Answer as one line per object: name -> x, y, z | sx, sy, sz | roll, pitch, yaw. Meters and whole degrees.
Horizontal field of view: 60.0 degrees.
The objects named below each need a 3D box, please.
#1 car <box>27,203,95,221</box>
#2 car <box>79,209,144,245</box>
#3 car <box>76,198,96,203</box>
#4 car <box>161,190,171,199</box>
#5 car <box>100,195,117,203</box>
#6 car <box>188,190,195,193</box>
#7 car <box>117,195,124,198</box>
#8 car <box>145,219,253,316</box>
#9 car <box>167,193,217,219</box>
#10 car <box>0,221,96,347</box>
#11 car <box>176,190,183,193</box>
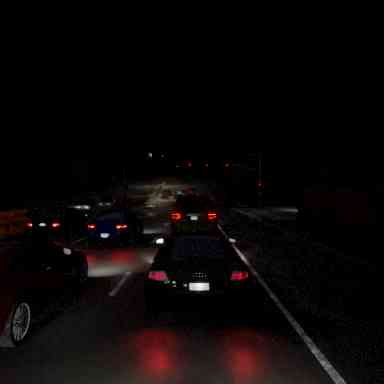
car -> -6.898, 1.547, 17.751 | 2.033, 1.411, 5.357 | 0, 0, -1
car -> -3.407, 1.526, 15.299 | 1.812, 1.442, 4.674 | 0, 0, 0
car -> -17.609, 1.601, 55.335 | 1.895, 1.301, 4.718 | 0, 0, 0
car -> -7.142, 1.070, 87.093 | 1.812, 1.442, 4.674 | 0, 3, 0
car -> -17.537, 1.500, 68.720 | 1.837, 1.490, 4.892 | 0, 0, 0
car -> -0.145, 1.000, 87.522 | 1.882, 1.535, 5.008 | 0, 3, 0
car -> -17.611, 1.344, 81.797 | 2.033, 1.411, 5.357 | 0, 2, 0
car -> 0.103, 1.564, 7.612 | 1.994, 1.385, 4.181 | 0, 0, -1
car -> 0.093, 1.221, 17.016 | 2.150, 2.045, 5.566 | 0, 0, 0
car -> -3.408, 1.526, 6.170 | 1.812, 1.442, 4.674 | 0, 0, 0
car -> -3.642, 1.070, 87.113 | 1.812, 1.442, 4.674 | 0, 3, 0
